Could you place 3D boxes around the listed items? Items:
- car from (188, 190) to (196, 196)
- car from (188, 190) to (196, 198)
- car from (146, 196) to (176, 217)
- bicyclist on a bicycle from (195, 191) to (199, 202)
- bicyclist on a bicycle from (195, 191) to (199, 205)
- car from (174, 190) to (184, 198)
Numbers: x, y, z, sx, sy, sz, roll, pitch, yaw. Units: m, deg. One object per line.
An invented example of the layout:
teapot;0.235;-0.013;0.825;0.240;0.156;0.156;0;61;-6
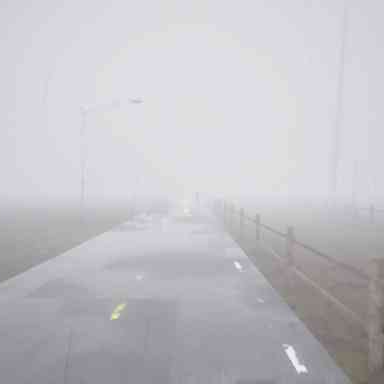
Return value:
car;0.007;0.186;81.831;1.812;1.442;4.674;0;2;0
car;0.006;0.562;71.378;1.812;1.442;4.674;0;1;0
car;-2.847;1.351;29.452;2.033;1.411;5.357;0;1;0
bicyclist on a bicycle;0.761;0.746;56.204;0.659;1.776;1.843;0;1;0
bicyclist on a bicycle;0.761;0.920;46.999;0.659;1.776;1.843;0;1;0
car;-2.744;0.331;70.713;2.097;1.767;4.553;0;1;0
